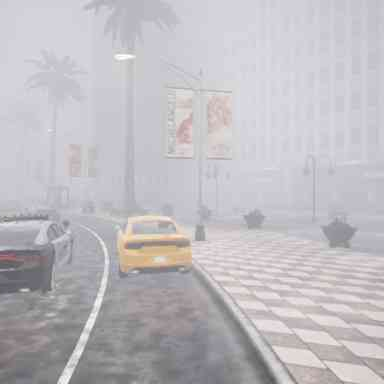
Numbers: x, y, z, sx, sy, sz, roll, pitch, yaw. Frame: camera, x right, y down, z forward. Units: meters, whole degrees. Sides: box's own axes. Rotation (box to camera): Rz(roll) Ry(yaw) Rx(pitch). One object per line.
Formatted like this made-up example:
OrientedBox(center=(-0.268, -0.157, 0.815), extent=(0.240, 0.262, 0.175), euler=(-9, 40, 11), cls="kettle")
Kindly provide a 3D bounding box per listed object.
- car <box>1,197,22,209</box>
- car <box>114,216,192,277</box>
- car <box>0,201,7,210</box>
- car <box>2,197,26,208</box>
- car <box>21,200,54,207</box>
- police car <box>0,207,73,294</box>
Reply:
OrientedBox(center=(-20.328, 1.548, 36.588), extent=(1.994, 1.385, 4.181), euler=(0, 0, -38), cls="car")
OrientedBox(center=(-1.364, 1.477, 10.428), extent=(1.882, 1.535, 5.008), euler=(0, 0, -14), cls="car")
OrientedBox(center=(-13.679, 1.553, 21.903), extent=(1.994, 1.385, 4.181), euler=(0, 0, -33), cls="car")
OrientedBox(center=(-25.899, 1.461, 48.418), extent=(2.231, 1.521, 4.892), euler=(0, 0, -39), cls="car")
OrientedBox(center=(-10.734, 1.518, 23.751), extent=(1.812, 1.442, 4.674), euler=(0, 0, -33), cls="car")
OrientedBox(center=(-4.361, 1.422, 8.826), extent=(1.930, 1.638, 5.238), euler=(0, 0, -12), cls="police car")
